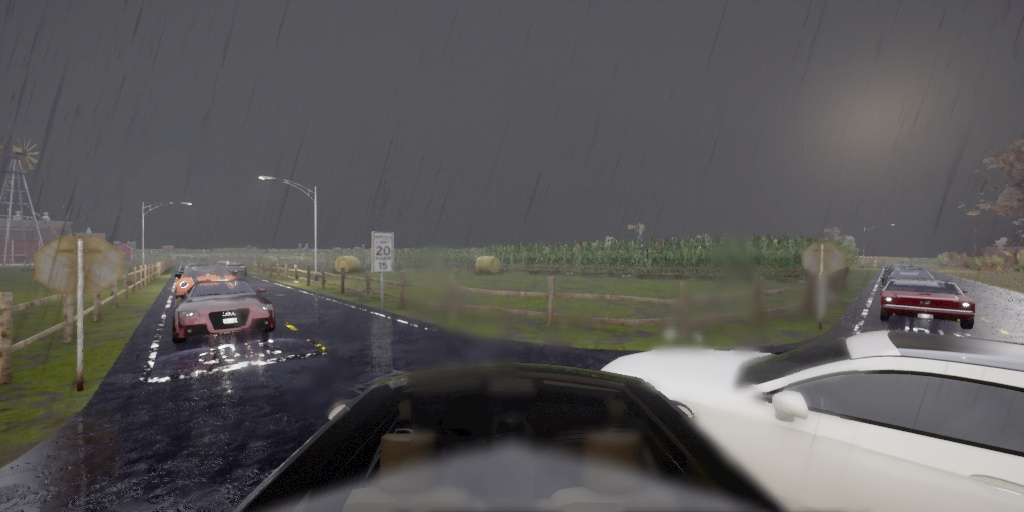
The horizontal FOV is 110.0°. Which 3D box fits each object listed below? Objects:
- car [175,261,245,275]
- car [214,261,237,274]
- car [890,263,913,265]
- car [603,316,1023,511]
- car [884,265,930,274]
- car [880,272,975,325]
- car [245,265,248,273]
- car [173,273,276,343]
[{"bbox_3d":[-13.925,1.151,16.394,2.097,1.767,4.553,0,0,-42],"label":"car"},{"bbox_3d":[-34.255,1.336,42.820,1.837,1.490,4.892,0,0,-42],"label":"car"},{"bbox_3d":[27.037,1.406,24.735,4.181,1.385,1.994,0,1,-44],"label":"car"},{"bbox_3d":[2.811,1.293,2.539,1.812,1.442,4.674,0,1,-45],"label":"car"},{"bbox_3d":[20.364,1.366,18.393,5.357,1.411,2.033,0,1,-44],"label":"car"},{"bbox_3d":[13.372,1.400,11.738,4.718,1.301,1.895,0,1,-44],"label":"car"},{"bbox_3d":[-27.438,1.308,35.450,2.128,1.511,4.902,0,0,-42],"label":"car"},{"bbox_3d":[-8.066,1.361,9.986,1.994,1.385,4.181,0,0,-43],"label":"car"}]
